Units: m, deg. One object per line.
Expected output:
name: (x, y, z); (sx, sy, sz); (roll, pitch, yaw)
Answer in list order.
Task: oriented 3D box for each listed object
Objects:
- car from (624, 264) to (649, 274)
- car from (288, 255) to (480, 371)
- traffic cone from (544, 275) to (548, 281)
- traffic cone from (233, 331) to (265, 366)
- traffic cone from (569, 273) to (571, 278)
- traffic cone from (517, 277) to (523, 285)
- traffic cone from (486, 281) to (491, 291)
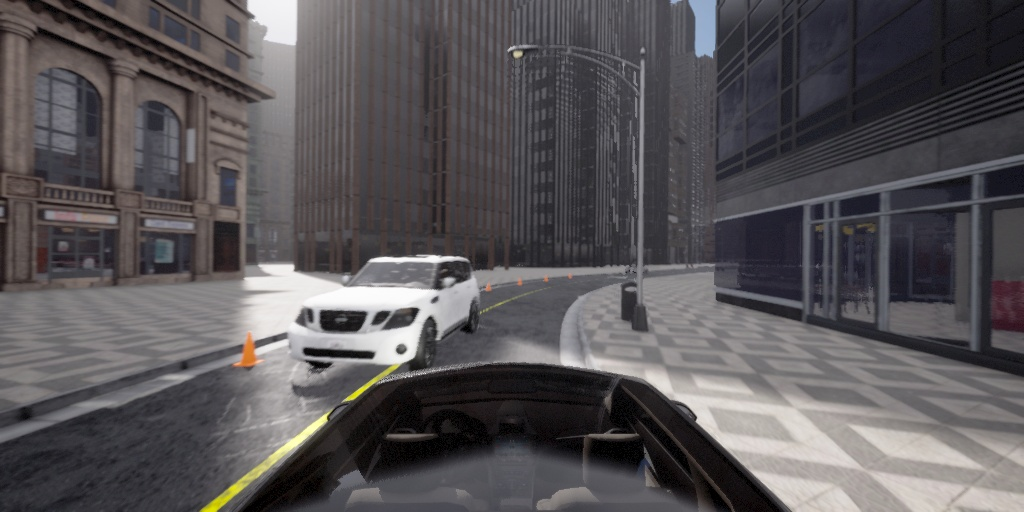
car: (16.298, 1.684, 46.834); (1.994, 1.385, 4.181); (1, 0, 40)
car: (-2.232, 0.987, 8.055); (2.150, 2.045, 5.566); (1, -1, 8)
traffic cone: (2.981, 1.883, 31.343); (0.340, 0.580, 0.340); (0, 0, 30)
traffic cone: (-4.829, 1.677, 6.587); (0.340, 0.580, 0.340); (0, 0, 5)
traffic cone: (5.776, 1.922, 35.765); (0.340, 0.580, 0.340); (0, 0, 35)
traffic cone: (0.577, 1.846, 26.698); (0.340, 0.580, 0.340); (0, 0, 25)
traffic cone: (-1.419, 1.806, 21.863); (0.340, 0.580, 0.340); (0, 0, 20)
